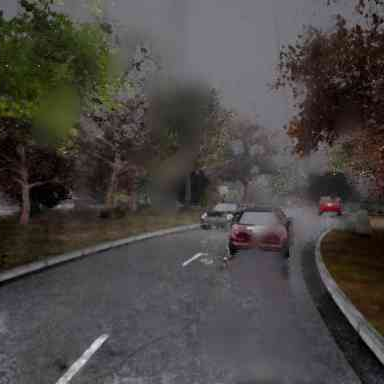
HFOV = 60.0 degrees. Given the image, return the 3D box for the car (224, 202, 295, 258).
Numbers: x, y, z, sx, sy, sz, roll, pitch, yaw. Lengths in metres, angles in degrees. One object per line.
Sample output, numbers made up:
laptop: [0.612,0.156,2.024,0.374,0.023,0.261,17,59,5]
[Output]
car: [2.936,1.385,13.314,2.097,1.767,4.553,0,0,20]

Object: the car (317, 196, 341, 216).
car: [14.630,1.417,35.439,2.150,2.045,5.566,1,0,22]

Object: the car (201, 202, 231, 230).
car: [2.276,1.410,20.771,2.097,1.767,4.553,0,0,27]
